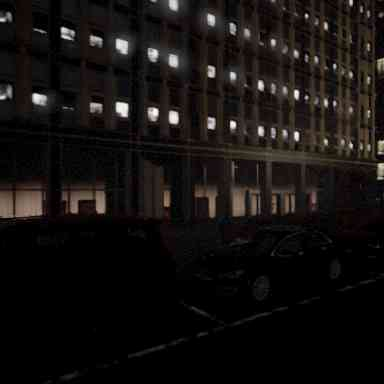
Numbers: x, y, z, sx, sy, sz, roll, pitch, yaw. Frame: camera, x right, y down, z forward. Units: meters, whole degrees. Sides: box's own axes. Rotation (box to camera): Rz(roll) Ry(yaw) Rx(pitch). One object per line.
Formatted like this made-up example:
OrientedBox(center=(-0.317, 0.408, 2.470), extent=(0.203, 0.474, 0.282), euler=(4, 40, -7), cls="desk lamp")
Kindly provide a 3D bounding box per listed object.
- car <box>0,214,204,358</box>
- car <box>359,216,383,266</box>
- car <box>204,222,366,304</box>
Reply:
OrientedBox(center=(-2.532, 1.312, 4.748), extent=(5.009, 1.841, 2.192), euler=(0, 0, -35), cls="car")
OrientedBox(center=(6.484, 1.480, 11.179), extent=(4.507, 1.381, 1.887), euler=(0, 0, -35), cls="car")
OrientedBox(center=(1.976, 1.517, 7.965), extent=(4.403, 1.369, 2.008), euler=(0, 0, -35), cls="car")
